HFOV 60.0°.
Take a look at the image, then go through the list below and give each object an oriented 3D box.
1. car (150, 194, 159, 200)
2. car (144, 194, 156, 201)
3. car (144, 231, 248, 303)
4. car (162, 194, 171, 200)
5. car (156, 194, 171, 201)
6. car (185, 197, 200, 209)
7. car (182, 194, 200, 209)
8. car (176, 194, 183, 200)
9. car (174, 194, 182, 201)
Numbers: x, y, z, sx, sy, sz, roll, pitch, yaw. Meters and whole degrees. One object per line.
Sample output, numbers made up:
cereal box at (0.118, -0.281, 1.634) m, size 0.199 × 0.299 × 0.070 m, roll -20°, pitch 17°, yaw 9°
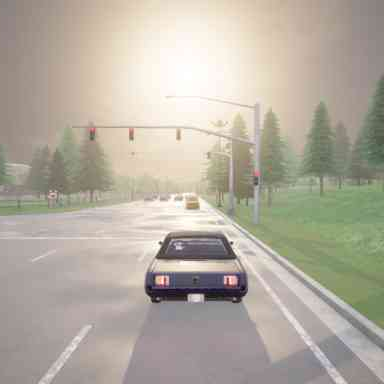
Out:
car at (-10.301, 1.332, 90.875) m, size 1.837 × 1.490 × 4.892 m, roll 0°, pitch 0°, yaw 0°
car at (-10.324, 1.531, 80.456) m, size 2.033 × 1.411 × 5.357 m, roll 0°, pitch 0°, yaw 0°
car at (0.097, 1.601, 8.145) m, size 1.895 × 1.301 × 4.718 m, roll 0°, pitch 0°, yaw 1°
car at (-6.801, 1.372, 90.868) m, size 2.033 × 1.411 × 5.357 m, roll 0°, pitch 0°, yaw 0°
car at (-6.824, 1.531, 80.448) m, size 2.033 × 1.411 × 5.357 m, roll 0°, pitch 0°, yaw 0°
car at (0.071, 1.576, 49.813) m, size 2.033 × 1.411 × 5.357 m, roll -1°, pitch 1°, yaw 0°
car at (-0.017, 1.080, 46.351) m, size 1.882 × 1.535 × 5.008 m, roll -3°, pitch 17°, yaw -3°
car at (-3.301, 1.356, 90.860) m, size 1.812 × 1.442 × 4.674 m, roll 0°, pitch 0°, yaw 0°
car at (-3.323, 1.545, 80.857) m, size 1.994 × 1.385 × 4.181 m, roll 0°, pitch 0°, yaw 0°
